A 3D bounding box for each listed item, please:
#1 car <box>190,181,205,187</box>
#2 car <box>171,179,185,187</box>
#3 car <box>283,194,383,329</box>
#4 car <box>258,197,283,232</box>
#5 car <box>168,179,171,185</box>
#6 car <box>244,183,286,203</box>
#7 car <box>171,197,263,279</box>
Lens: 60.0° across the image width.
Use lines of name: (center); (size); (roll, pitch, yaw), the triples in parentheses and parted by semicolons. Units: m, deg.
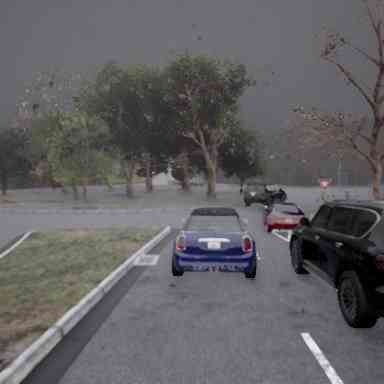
car: (1.033, -1.644, 67.105); (1.895, 1.301, 4.718); (-1, 3, -16)
car: (-2.530, -1.820, 68.067); (1.837, 1.490, 4.892); (-1, 3, -14)
car: (3.686, 1.158, 6.920); (2.150, 2.045, 5.566); (0, 0, 3)
car: (4.750, 1.211, 17.366); (1.994, 1.385, 4.181); (1, 2, 8)
car: (-5.280, -2.487, 84.756); (2.128, 1.511, 4.902); (0, 2, -4)
car: (6.627, 0.201, 29.846); (2.150, 2.045, 5.566); (3, 4, 35)
car: (0.662, 1.223, 9.955); (2.097, 1.767, 4.553); (0, 1, 4)
